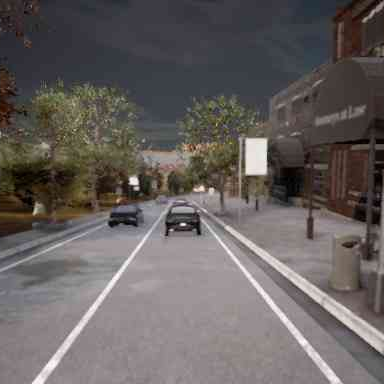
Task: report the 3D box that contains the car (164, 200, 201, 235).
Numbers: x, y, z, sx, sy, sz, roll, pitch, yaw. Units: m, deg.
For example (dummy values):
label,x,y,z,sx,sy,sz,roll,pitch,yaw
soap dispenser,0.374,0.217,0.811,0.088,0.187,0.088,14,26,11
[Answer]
label,x,y,z,sx,sy,sz,roll,pitch,yaw
car,-0.529,1.468,19.015,1.882,1.535,5.008,0,0,-2

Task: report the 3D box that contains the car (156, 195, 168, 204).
label,x,y,z,sx,sy,sz,roll,pitch,yaw
car,-5.816,1.355,63.959,2.097,1.767,4.553,0,0,-2

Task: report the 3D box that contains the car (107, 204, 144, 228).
label,x,y,z,sx,sy,sz,roll,pitch,yaw
car,-4.363,1.558,22.737,2.033,1.411,5.357,0,0,-2
